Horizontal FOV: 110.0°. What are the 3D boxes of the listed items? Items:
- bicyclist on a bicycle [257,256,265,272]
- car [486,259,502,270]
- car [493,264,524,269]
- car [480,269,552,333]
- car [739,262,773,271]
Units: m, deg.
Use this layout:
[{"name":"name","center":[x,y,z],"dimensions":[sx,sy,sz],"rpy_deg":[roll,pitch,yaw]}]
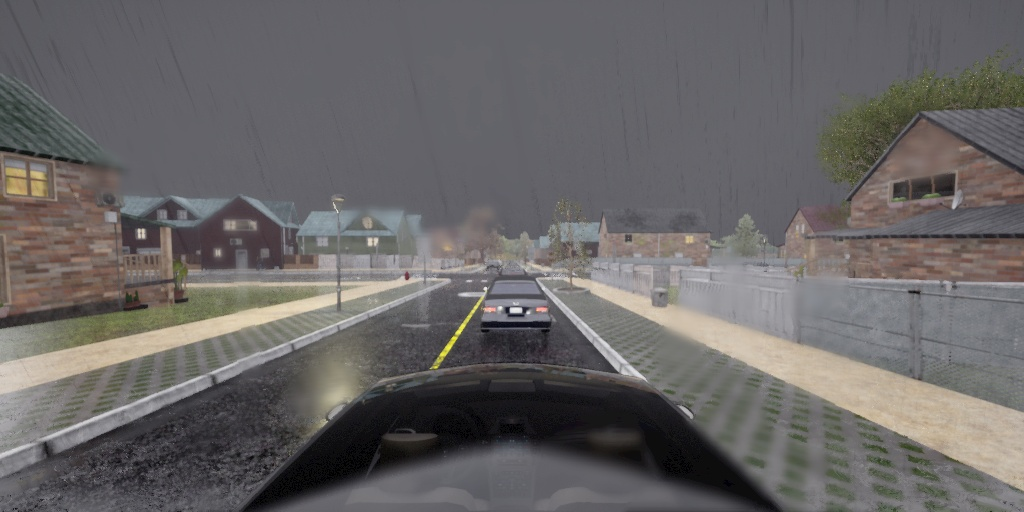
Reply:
[{"name":"bicyclist on a bicycle","center":[-24.951,0.771,35.645],"dimensions":[0.582,1.620,1.656],"rpy_deg":[0,3,-16]},{"name":"car","center":[-2.944,1.308,55.418],"dimensions":[1.837,1.490,4.892],"rpy_deg":[0,0,0]},{"name":"car","center":[0.052,1.345,21.686],"dimensions":[1.895,1.301,4.718],"rpy_deg":[0,0,0]},{"name":"car","center":[0.082,1.291,10.709],"dimensions":[2.033,1.411,5.357],"rpy_deg":[0,0,0]},{"name":"car","center":[24.586,1.301,36.380],"dimensions":[4.181,1.385,1.994],"rpy_deg":[0,3,8]}]
